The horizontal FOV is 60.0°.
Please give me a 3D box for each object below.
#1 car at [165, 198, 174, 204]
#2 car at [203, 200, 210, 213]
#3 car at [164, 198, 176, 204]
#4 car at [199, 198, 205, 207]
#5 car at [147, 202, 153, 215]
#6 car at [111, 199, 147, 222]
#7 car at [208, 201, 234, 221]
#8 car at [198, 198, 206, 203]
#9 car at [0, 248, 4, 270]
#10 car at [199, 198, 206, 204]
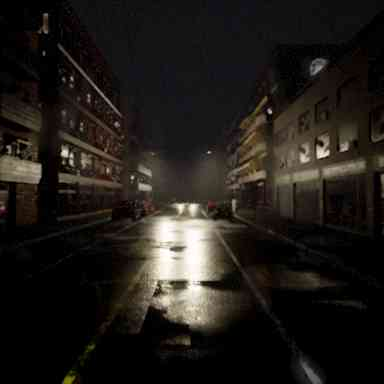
[{"bbox_3d":[-5.670,2.326,85.910,2.008,1.369,4.403,0,-1,0],"label":"car"},{"bbox_3d":[2.701,1.917,40.816,1.887,1.381,4.507,0,-1,0],"label":"car"},{"bbox_3d":[-5.671,2.276,80.274,2.008,1.369,4.403,0,-1,0],"label":"car"},{"bbox_3d":[2.706,2.125,63.360,2.008,1.369,4.403,0,-1,0],"label":"car"},{"bbox_3d":[-5.681,1.762,35.187,1.967,1.590,4.097,0,-1,0],"label":"car"},{"bbox_3d":[-5.681,1.586,29.552,2.192,1.841,5.009,0,-1,0],"label":"car"},{"bbox_3d":[2.698,1.797,29.715,1.752,1.417,4.829,0,-1,0],"label":"car"},{"bbox_3d":[2.712,2.390,91.540,1.947,1.339,4.313,0,-1,0],"label":"car"},{"bbox_3d":[-5.688,1.648,7.006,1.802,1.307,4.206,0,-1,0],"label":"car"},{"bbox_3d":[2.712,2.301,86.074,1.752,1.417,4.829,0,-1,0],"label":"car"}]
